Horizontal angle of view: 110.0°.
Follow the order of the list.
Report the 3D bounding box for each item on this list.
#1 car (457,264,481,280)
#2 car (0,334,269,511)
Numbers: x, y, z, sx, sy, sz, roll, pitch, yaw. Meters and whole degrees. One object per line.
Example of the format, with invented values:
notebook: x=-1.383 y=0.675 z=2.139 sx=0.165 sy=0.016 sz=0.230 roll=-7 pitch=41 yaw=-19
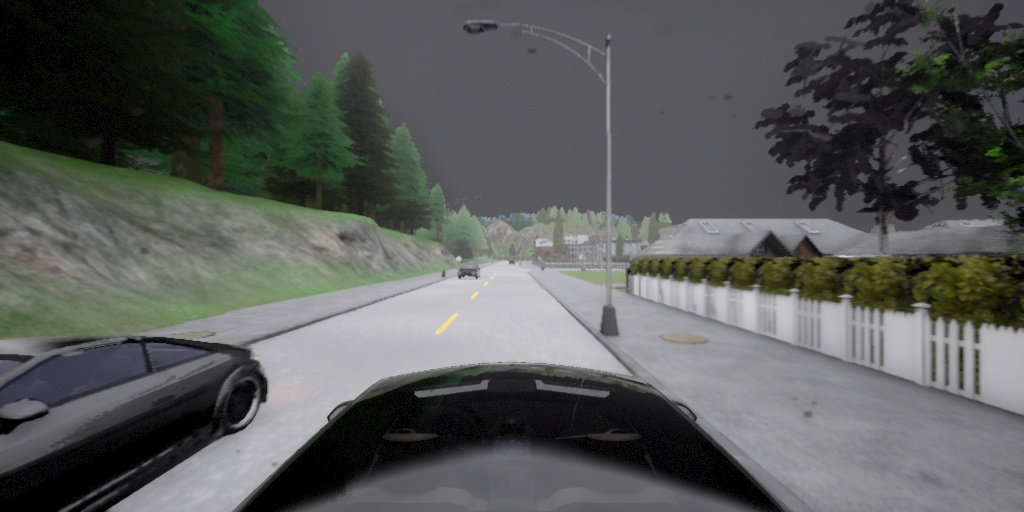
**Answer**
car: x=-4.001 y=1.426 z=34.314 sx=2.033 sy=1.411 sz=5.357 roll=0 pitch=0 yaw=0
car: x=-3.999 y=1.380 z=2.701 sx=1.994 sy=1.385 sz=4.181 roll=0 pitch=0 yaw=0
